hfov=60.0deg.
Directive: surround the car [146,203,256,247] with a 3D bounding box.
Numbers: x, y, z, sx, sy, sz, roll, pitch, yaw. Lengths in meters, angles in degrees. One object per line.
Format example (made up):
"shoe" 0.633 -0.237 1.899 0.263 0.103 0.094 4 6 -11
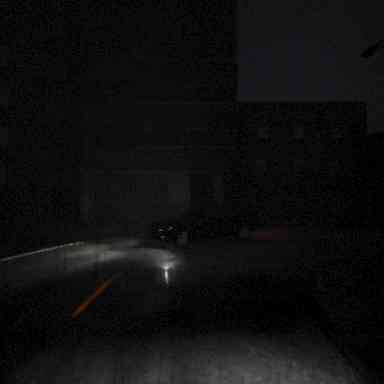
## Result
"car" 0.477 1.278 14.159 5.008 1.535 1.882 -1 0 -33
